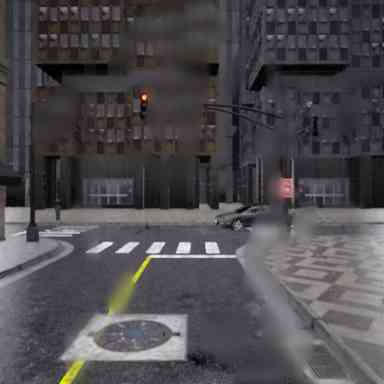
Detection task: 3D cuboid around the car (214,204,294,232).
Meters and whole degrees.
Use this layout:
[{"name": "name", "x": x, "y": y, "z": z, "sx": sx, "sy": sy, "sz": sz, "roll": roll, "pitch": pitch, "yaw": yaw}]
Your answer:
[{"name": "car", "x": 3.732, "y": 1.512, "z": 20.157, "sx": 4.892, "sy": 1.490, "sz": 1.837, "roll": 0, "pitch": -1, "yaw": -15}]

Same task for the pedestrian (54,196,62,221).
[{"name": "pedestrian", "x": -9.824, "y": 1.170, "z": 24.366, "sx": 0.375, "sy": 1.860, "sz": 0.375, "roll": 0, "pitch": 0, "yaw": 1}]
